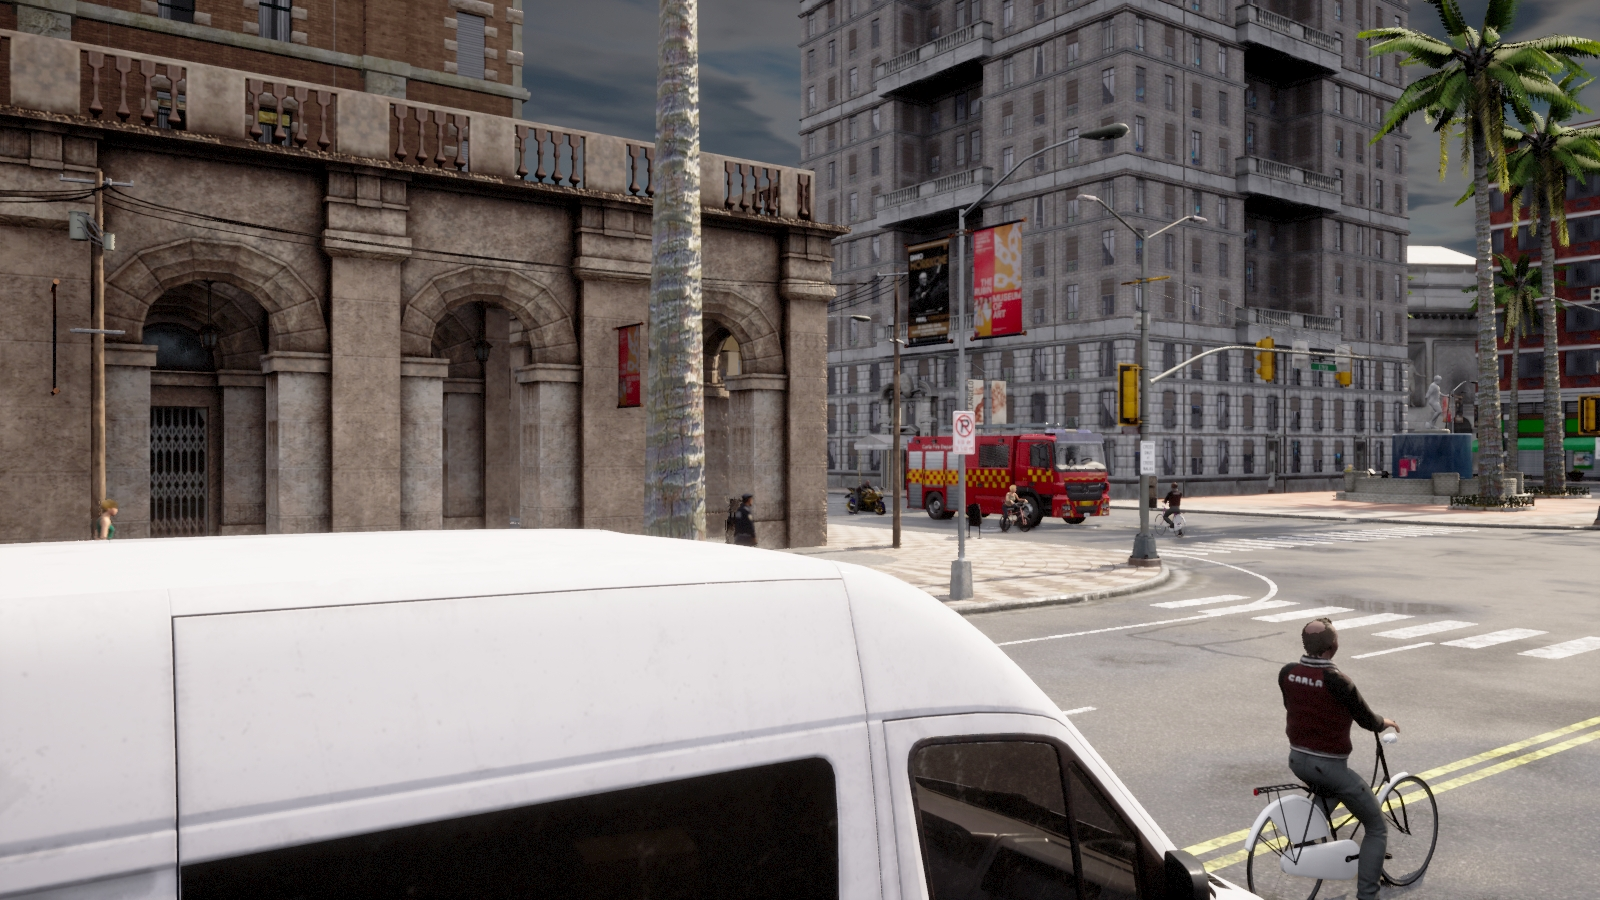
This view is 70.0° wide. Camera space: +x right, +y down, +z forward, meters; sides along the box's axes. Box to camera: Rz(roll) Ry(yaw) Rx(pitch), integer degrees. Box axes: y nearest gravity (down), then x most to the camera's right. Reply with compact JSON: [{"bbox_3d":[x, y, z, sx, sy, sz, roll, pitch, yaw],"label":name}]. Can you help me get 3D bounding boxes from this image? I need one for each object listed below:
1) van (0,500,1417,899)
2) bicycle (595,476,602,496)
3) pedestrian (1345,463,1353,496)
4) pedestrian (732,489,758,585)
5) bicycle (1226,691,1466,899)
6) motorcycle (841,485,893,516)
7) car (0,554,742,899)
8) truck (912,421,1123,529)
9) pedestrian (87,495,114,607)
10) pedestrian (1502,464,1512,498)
[{"bbox_3d":[-0.760,1.534,3.254,5.915,2.561,1.988,0,0,-35],"label":"van"},{"bbox_3d":[-12.584,2.210,71.188,0.329,1.171,1.835,0,0,-13],"label":"bicycle"},{"bbox_3d":[31.782,1.696,66.133,0.375,1.860,0.375,0,0,38],"label":"pedestrian"},{"bbox_3d":[-1.083,1.696,22.467,0.375,1.860,0.375,0,0,-34],"label":"pedestrian"},{"bbox_3d":[3.417,2.210,7.085,1.835,1.171,0.329,0,0,-29],"label":"bicycle"},{"bbox_3d":[2.904,2.205,49.916,2.209,1.251,0.867,0,0,42],"label":"motorcycle"},{"bbox_3d":[-3.227,1.779,5.792,5.566,2.045,2.150,0,0,-35],"label":"car"},{"bbox_3d":[8.260,0.891,44.593,2.891,3.827,8.468,0,0,-35],"label":"truck"},{"bbox_3d":[-11.884,1.698,19.411,0.375,1.860,0.375,0,0,-35],"label":"pedestrian"},{"bbox_3d":[39.134,1.698,63.235,0.375,1.860,0.375,0,0,7],"label":"pedestrian"}]
